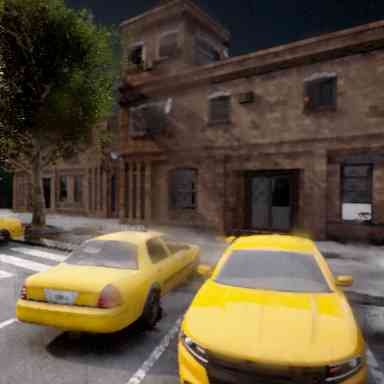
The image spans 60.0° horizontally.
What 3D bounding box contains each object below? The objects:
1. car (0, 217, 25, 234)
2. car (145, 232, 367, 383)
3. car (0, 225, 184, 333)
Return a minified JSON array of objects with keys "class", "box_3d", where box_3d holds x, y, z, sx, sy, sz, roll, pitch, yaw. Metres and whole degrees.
[{"class":"car","box_3d":[-8.585,1.353,12.007,1.946,1.575,5.366,1,0,16]},{"class":"car","box_3d":[1.261,1.483,5.226,2.097,1.535,5.008,1,0,15]},{"class":"car","box_3d":[-1.149,1.472,7.131,1.946,1.575,5.366,1,0,15]}]
